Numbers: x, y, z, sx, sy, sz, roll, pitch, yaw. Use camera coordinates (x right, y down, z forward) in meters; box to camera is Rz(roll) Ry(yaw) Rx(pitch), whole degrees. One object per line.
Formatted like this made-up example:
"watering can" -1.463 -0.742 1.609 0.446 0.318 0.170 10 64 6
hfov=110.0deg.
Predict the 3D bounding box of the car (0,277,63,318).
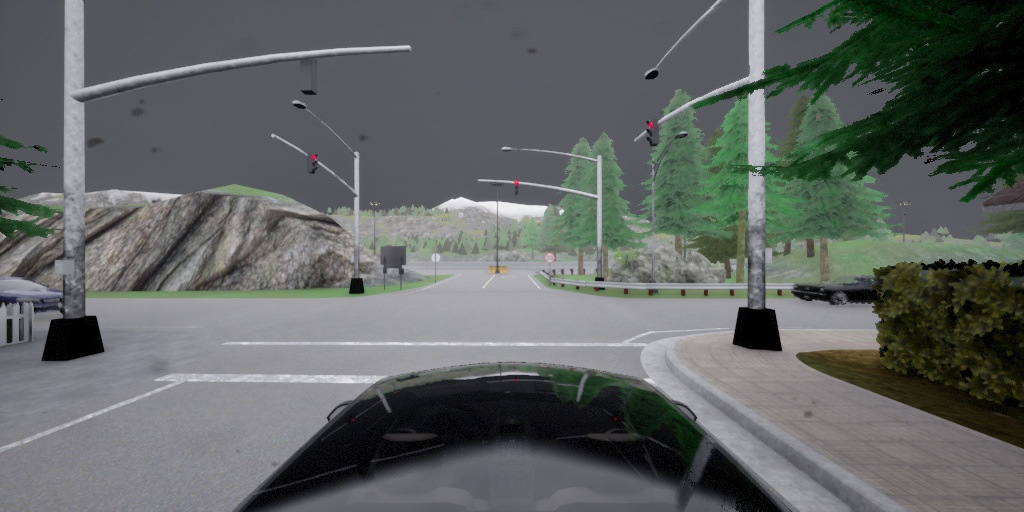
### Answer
"car" -18.274 1.467 12.735 4.674 1.442 1.812 0 0 0

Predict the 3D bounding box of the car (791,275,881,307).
"car" 15.576 1.542 16.240 4.718 1.301 1.895 0 0 0
